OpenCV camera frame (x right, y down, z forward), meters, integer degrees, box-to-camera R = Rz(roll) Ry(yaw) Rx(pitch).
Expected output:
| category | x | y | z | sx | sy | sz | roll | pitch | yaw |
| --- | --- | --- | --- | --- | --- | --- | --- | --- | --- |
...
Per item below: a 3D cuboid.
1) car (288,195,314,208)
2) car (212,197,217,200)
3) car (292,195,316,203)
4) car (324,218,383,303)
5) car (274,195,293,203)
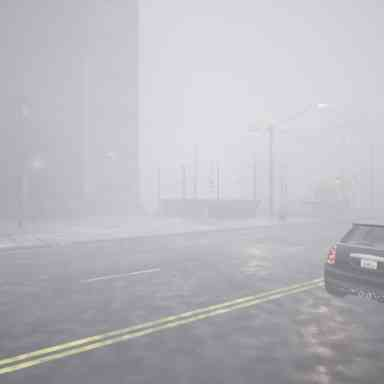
| category | x | y | z | sx | sy | sz | roll | pitch | yaw |
| --- | --- | --- | --- | --- | --- | --- | --- | --- | --- |
| car | 14.988 | 1.253 | 45.871 | 4.553 | 1.767 | 2.185 | 0 | 0 | -36 |
| car | 4.259 | 1.573 | 60.449 | 4.718 | 1.301 | 1.895 | 0 | 0 | -36 |
| car | 21.907 | 1.418 | 64.929 | 4.674 | 1.452 | 2.002 | 0 | 0 | -36 |
| car | 5.001 | 1.352 | 7.357 | 4.553 | 1.767 | 2.097 | 0 | 0 | -35 |
| car | 19.002 | 1.450 | 68.932 | 3.806 | 1.475 | 1.970 | 0 | 0 | -36 |
